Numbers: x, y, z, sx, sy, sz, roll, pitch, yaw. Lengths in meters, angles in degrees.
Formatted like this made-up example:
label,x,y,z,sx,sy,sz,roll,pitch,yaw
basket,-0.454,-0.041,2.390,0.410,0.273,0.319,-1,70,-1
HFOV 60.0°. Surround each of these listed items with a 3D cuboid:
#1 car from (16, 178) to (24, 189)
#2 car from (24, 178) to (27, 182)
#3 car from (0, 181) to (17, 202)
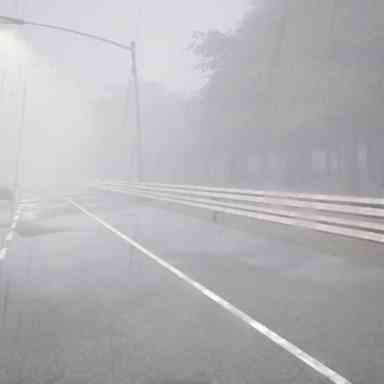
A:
label,x,y,z,sx,sy,sz,roll,pitch,yaw
car,-28.989,-1.121,54.300,1.812,1.442,4.674,-5,5,-25
car,-40.342,-2.251,77.858,1.895,1.301,4.718,-5,5,-25
car,-17.223,0.073,29.892,1.882,1.535,5.008,-5,5,-25
